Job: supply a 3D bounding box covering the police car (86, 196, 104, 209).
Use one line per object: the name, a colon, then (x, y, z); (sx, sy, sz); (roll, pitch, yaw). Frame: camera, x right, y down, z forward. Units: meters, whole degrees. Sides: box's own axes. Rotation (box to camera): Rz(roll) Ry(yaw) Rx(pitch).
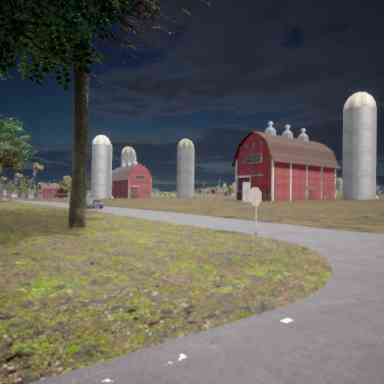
police car: (-12.742, 1.324, 41.822); (2.038, 1.542, 4.974); (1, -1, -35)
